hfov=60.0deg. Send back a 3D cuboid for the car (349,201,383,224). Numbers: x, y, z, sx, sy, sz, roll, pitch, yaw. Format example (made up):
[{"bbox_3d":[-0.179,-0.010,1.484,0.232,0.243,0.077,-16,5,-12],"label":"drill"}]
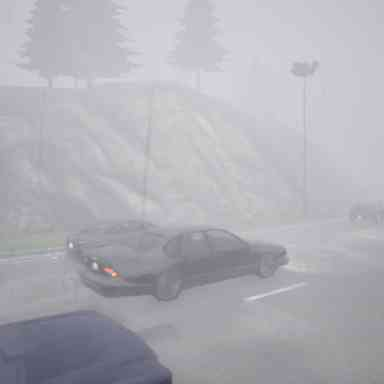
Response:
[{"bbox_3d":[13.052,1.402,24.230,1.837,1.490,4.892,0,0,45],"label":"car"}]

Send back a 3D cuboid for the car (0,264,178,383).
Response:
[{"bbox_3d":[-2.402,1.605,2.074,4.718,1.301,1.895,0,0,-35],"label":"car"}]

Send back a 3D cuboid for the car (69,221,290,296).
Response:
[{"bbox_3d":[0.074,1.528,8.190,5.357,1.411,2.033,0,0,-37],"label":"car"}]

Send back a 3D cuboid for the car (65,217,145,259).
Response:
[{"bbox_3d":[-1.972,1.545,11.067,4.181,1.385,1.994,0,0,-37],"label":"car"}]
